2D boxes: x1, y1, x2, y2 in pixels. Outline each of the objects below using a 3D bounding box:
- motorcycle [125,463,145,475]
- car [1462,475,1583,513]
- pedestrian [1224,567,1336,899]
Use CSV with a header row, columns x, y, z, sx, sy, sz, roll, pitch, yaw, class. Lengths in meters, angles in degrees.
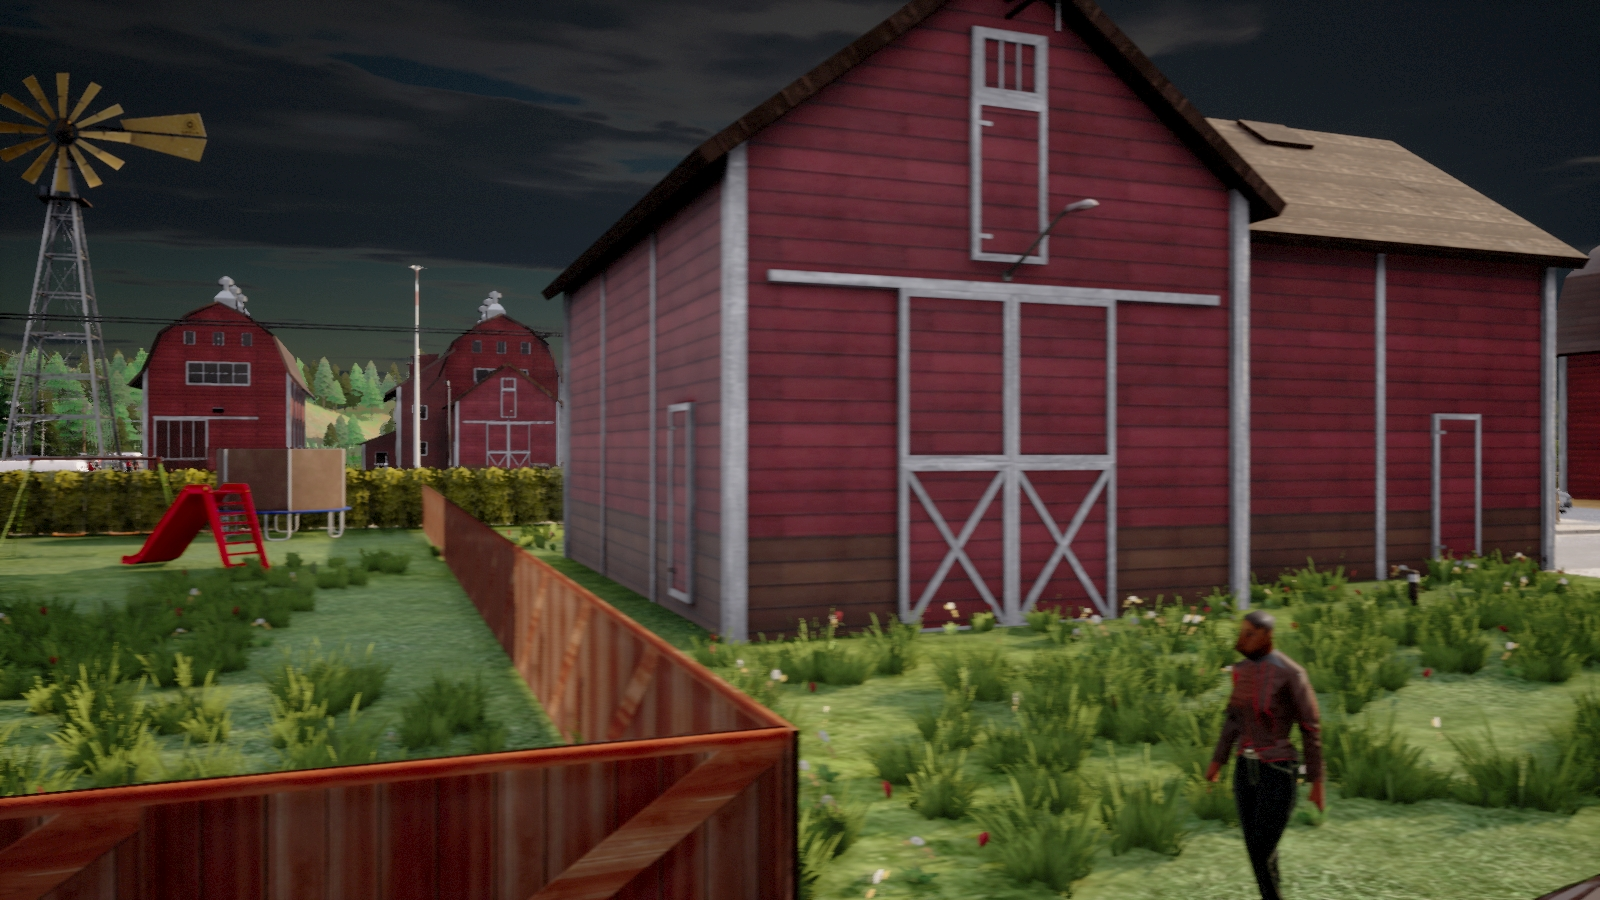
x,y,z,sx,sy,sz,roll,pitch,yaw,class
-75.365,2.140,129.490,1.805,1.316,0.856,0,-2,-9,motorcycle
32.224,1.923,51.145,2.128,1.511,4.902,0,0,-3,car
2.460,1.555,5.863,0.375,1.860,0.375,0,0,-22,pedestrian
